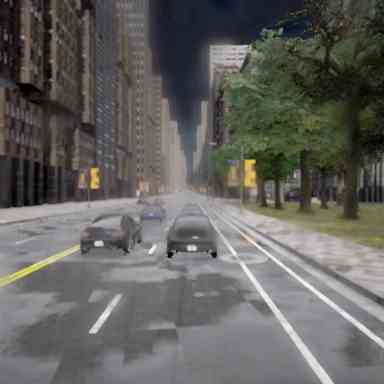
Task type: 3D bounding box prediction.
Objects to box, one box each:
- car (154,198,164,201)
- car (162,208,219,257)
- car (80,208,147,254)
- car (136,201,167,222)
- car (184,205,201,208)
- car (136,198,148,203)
[{"bbox_3d":[-6.519,1.887,65.563,1.837,1.490,4.892,0,0,0],"label":"car"},{"bbox_3d":[0.018,1.620,13.506,1.837,1.490,4.892,0,0,0],"label":"car"},{"bbox_3d":[-3.229,1.641,13.904,1.812,1.442,4.674,0,0,0],"label":"car"},{"bbox_3d":[-3.232,1.766,28.427,1.994,1.385,4.181,0,0,0],"label":"car"},{"bbox_3d":[0.008,1.744,27.519,2.033,1.411,5.357,0,0,0],"label":"car"},{"bbox_3d":[-9.762,1.945,65.486,1.994,1.385,4.181,0,0,0],"label":"car"}]
